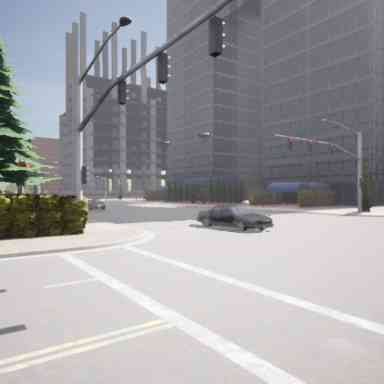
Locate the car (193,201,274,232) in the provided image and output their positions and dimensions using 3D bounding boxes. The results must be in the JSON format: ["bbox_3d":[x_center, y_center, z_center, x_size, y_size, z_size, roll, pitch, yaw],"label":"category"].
[{"bbox_3d":[2.423,1.539,20.370,2.033,1.411,5.357,0,0,-36],"label":"car"}]

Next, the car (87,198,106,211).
[{"bbox_3d":[-11.973,1.482,40.199,2.128,1.511,4.902,0,0,-36],"label":"car"}]

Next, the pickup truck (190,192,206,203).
[{"bbox_3d":[1.138,1.033,62.343,2.390,2.098,6.274,0,0,-5],"label":"pickup truck"}]
